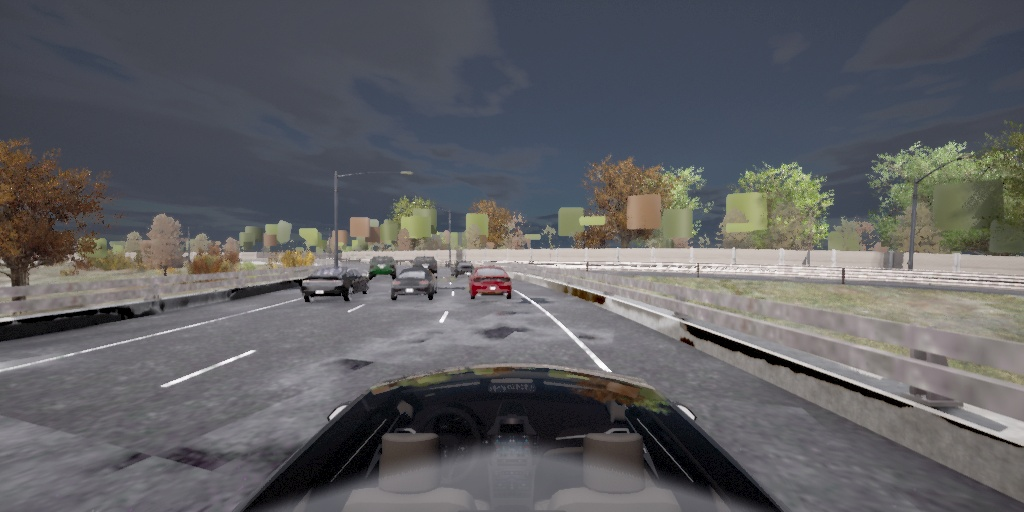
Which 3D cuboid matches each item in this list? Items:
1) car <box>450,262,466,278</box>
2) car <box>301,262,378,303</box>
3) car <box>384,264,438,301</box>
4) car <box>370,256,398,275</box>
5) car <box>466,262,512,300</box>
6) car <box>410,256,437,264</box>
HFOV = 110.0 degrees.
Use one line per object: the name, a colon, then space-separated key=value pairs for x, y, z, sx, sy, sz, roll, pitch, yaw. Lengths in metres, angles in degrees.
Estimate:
car: x=-4.644 y=1.265 z=33.726 sx=1.837 sy=1.490 sz=4.892 roll=0 pitch=0 yaw=-16
car: x=-8.107 y=1.243 z=16.865 sx=2.128 sy=1.511 sz=4.902 roll=0 pitch=0 yaw=-8
car: x=-4.644 y=1.281 z=17.366 sx=1.812 sy=1.442 sz=4.674 roll=0 pitch=0 yaw=-8
car: x=-11.368 y=1.006 z=31.779 sx=2.150 sy=2.045 sz=5.566 roll=0 pitch=0 yaw=-16
car: x=-1.180 y=1.233 z=17.868 sx=1.882 sy=1.535 sz=5.008 roll=0 pitch=0 yaw=-8
car: x=-8.010 y=1.006 z=32.767 sx=2.150 sy=2.045 sz=5.566 roll=0 pitch=0 yaw=-16
